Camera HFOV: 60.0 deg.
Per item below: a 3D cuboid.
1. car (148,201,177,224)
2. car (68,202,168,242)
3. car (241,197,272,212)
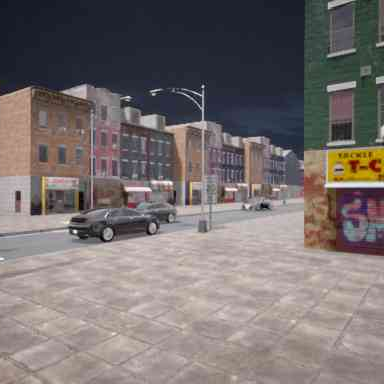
[{"bbox_3d":[-2.951,1.405,21.974,1.837,1.490,4.892,0,0,36],"label":"car"},{"bbox_3d":[-3.586,1.443,16.197,1.837,1.490,4.892,0,0,36],"label":"car"},{"bbox_3d":[7.070,1.303,35.945,2.128,1.511,4.902,0,0,36],"label":"car"}]
